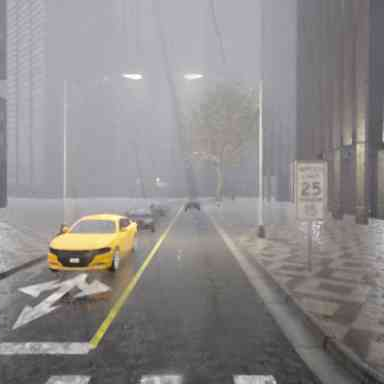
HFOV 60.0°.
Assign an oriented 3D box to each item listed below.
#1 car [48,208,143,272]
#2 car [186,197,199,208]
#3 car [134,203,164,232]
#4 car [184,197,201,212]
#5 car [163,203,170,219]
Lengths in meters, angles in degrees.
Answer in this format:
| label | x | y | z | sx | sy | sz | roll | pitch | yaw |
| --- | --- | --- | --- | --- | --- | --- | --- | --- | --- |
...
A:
| label | x | y | z | sx | sy | sz | roll | pitch | yaw |
| --- | --- | --- | --- | --- | --- | --- | --- | --- | --- |
| car | -3.072 | 1.526 | 11.224 | 1.882 | 1.535 | 5.008 | 0 | 0 | 0 |
| car | 0.072 | 1.516 | 51.079 | 1.837 | 1.490 | 4.892 | 0 | 0 | 0 |
| car | -3.055 | 1.618 | 20.384 | 1.994 | 1.385 | 4.181 | 0 | 0 | 1 |
| car | 0.055 | 1.549 | 40.502 | 1.837 | 1.490 | 4.892 | 0 | 0 | 0 |
| car | -3.043 | 1.653 | 30.485 | 1.895 | 1.301 | 4.718 | 0 | 0 | 0 |
